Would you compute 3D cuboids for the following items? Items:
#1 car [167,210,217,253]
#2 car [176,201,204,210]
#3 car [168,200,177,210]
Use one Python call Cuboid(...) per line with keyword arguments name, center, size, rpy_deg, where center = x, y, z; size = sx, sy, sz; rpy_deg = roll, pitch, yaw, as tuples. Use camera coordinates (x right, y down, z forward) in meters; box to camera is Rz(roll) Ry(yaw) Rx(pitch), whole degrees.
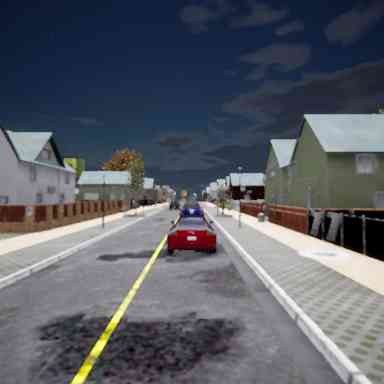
Cuboid(name="car", center=(0.001, 1.710, 14.347), size=(1.994, 1.385, 4.181), rpy_deg=(0, -1, 0))
Cuboid(name="car", center=(-0.008, 1.664, 29.098), size=(2.097, 1.767, 4.553), rpy_deg=(0, -1, 0))
Cuboid(name="car", center=(-2.773, 2.156, 54.458), size=(1.837, 1.490, 4.892), rpy_deg=(0, -1, 0))
